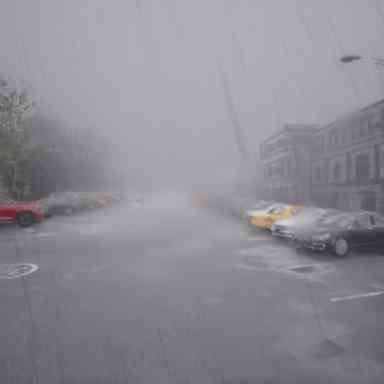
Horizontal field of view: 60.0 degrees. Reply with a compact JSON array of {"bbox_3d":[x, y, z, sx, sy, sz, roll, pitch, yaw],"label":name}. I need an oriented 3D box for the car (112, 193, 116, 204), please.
[{"bbox_3d":[-13.660,1.260,46.988,4.674,1.452,2.002,-1,1,-23],"label":"car"}]

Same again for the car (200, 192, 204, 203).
[{"bbox_3d":[4.098,1.138,47.921,4.553,1.767,2.185,1,0,-23],"label":"car"}]

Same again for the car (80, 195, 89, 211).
[{"bbox_3d":[-12.859,1.330,32.281,4.792,1.488,2.163,-1,1,-23],"label":"car"}]

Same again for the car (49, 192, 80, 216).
[{"bbox_3d":[-12.641,1.193,29.364,4.553,1.767,2.185,-1,1,-23],"label":"car"}]

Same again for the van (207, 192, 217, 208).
[{"bbox_3d":[4.521,1.081,39.093,4.442,1.987,1.878,1,1,-23],"label":"van"}]

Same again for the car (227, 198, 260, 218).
[{"bbox_3d":[5.461,1.405,24.496,4.892,1.521,2.231,1,1,-23],"label":"car"}]

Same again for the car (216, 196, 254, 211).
[{"bbox_3d":[5.125,1.365,30.359,4.892,1.521,2.231,1,1,-23],"label":"car"}]

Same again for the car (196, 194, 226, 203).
[{"bbox_3d":[3.454,1.226,59.645,4.892,1.521,2.231,1,0,-23],"label":"car"}]

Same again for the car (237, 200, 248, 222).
[{"bbox_3d":[5.618,1.464,21.570,4.674,1.452,2.002,1,1,-23],"label":"car"}]

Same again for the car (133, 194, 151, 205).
[{"bbox_3d":[-7.700,1.079,53.537,2.097,1.767,4.553,0,0,-3],"label":"car"}]

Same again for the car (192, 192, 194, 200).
[{"bbox_3d":[3.301,1.212,65.578,5.366,1.575,1.946,1,0,-23],"label":"car"}]

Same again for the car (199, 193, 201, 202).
[{"bbox_3d":[3.961,1.293,50.857,4.674,1.452,2.002,1,0,-23],"label":"car"}]

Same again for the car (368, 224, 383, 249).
[{"bbox_3d":[6.442,1.525,6.928,4.892,1.521,2.231,1,0,-23],"label":"car"}]

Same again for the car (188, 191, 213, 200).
[{"bbox_3d":[2.093,0.933,83.065,5.566,2.045,2.435,1,0,-23],"label":"car"}]

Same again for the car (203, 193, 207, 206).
[{"bbox_3d":[4.450,1.293,42.073,5.008,1.535,2.097,1,0,-23],"label":"car"}]

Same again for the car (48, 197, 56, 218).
[{"bbox_3d":[-12.359,1.389,23.460,4.792,1.488,2.163,-1,1,-23],"label":"car"}]

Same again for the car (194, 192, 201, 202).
[{"bbox_3d":[3.822,0.992,53.802,5.566,2.045,2.435,1,0,-23],"label":"car"}]

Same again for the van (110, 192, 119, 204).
[{"bbox_3d":[-13.728,0.982,49.980,4.442,1.987,1.878,-1,0,-23],"label":"van"}]

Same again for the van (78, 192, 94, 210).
[{"bbox_3d":[-13.104,1.058,35.180,4.442,1.987,1.878,-1,1,-23],"label":"van"}]

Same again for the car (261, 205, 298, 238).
[{"bbox_3d":[5.950,1.504,15.711,4.674,1.452,2.002,1,1,-23],"label":"car"}]

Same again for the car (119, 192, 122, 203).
[{"bbox_3d":[-13.999,1.239,52.872,4.674,1.452,2.002,-1,0,-23],"label":"car"}]

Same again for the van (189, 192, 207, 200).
[{"bbox_3d":[1.683,1.054,91.902,4.442,1.987,1.878,2,-2,-24],"label":"van"}]

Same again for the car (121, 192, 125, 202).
[{"bbox_3d":[-14.168,1.229,55.812,4.674,1.452,2.002,-1,0,-23],"label":"car"}]

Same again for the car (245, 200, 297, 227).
[{"bbox_3d":[5.950,1.443,18.719,5.366,1.575,1.946,1,0,-23],"label":"car"}]

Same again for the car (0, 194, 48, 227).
[{"bbox_3d":[-12.146,1.128,20.548,5.566,2.045,2.435,-1,0,-23],"label":"car"}]

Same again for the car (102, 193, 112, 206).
[{"bbox_3d":[-13.162,1.243,41.187,5.366,1.575,1.946,-1,0,-23],"label":"car"}]

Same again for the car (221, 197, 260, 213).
[{"bbox_3d":[5.258,1.413,27.415,4.792,1.488,2.163,1,1,-23],"label":"car"}]

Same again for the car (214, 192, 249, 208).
[{"bbox_3d":[4.986,1.219,33.295,4.553,1.767,2.185,1,1,-23],"label":"car"}]

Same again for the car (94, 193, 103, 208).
[{"bbox_3d":[-13.157,1.265,38.172,4.892,1.521,2.231,-1,1,-23],"label":"car"}]

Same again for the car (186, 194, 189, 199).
[{"bbox_3d":[2.120,1.182,80.071,5.366,1.575,1.946,1,0,-23],"label":"car"}]

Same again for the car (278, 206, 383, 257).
[{"bbox_3d":[6.121,1.485,12.782,4.892,1.521,2.231,1,1,-23],"label":"car"}]

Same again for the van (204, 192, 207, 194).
[{"bbox_3d":[4.399,1.054,45.051,4.442,1.987,1.878,1,0,-23],"label":"van"}]

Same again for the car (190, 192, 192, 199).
[{"bbox_3d":[2.971,1.202,71.430,5.366,1.575,1.946,1,0,-23],"label":"car"}]
